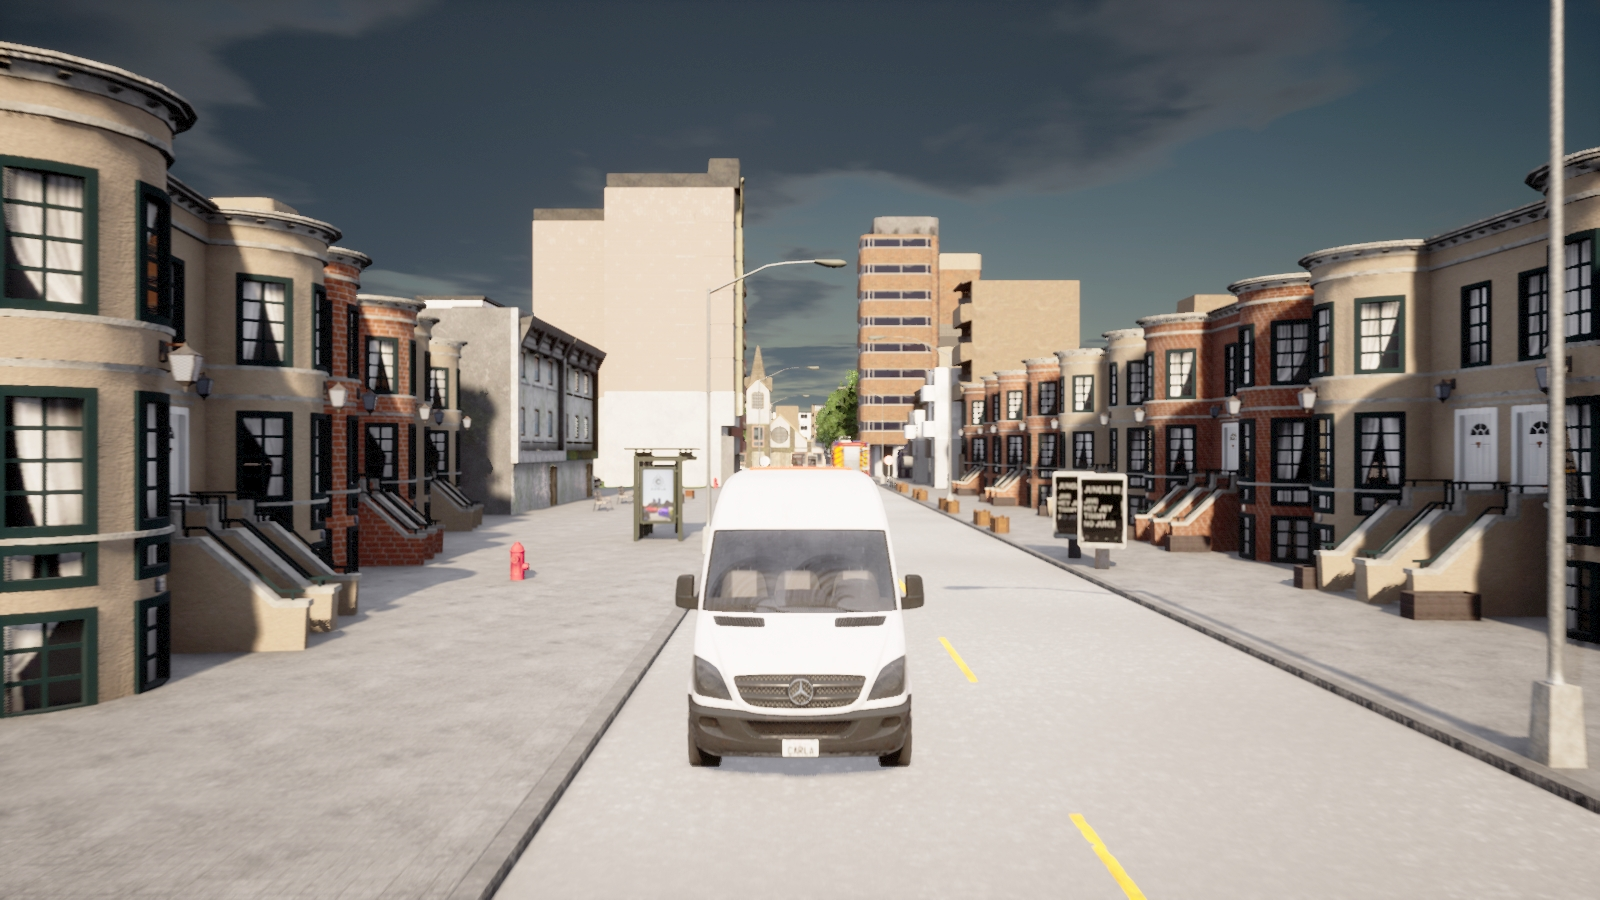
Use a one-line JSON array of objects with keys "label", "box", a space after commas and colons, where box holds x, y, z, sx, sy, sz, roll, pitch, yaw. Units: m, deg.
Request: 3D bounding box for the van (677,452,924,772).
[{"label": "van", "box": [0.005, 1.307, 12.137, 1.988, 2.561, 5.915, 0, 0, 0]}]
